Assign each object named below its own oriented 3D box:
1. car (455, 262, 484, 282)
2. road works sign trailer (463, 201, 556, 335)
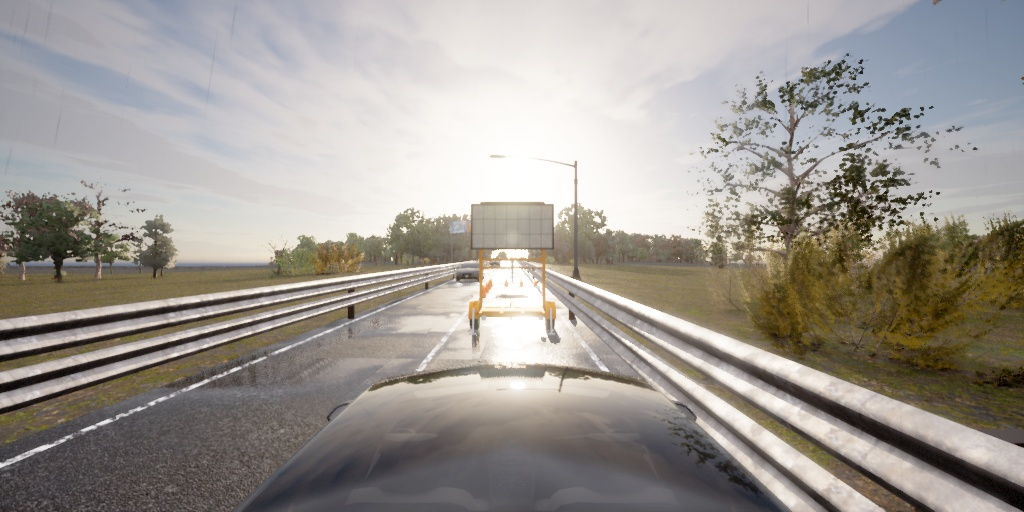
[{"bbox_3d":[-3.340,1.265,28.865,1.837,1.490,4.892,0,0,0],"label":"car"},{"bbox_3d":[0.014,0.218,10.505,2.380,3.560,2.880,0,0,0],"label":"road works sign trailer"}]
